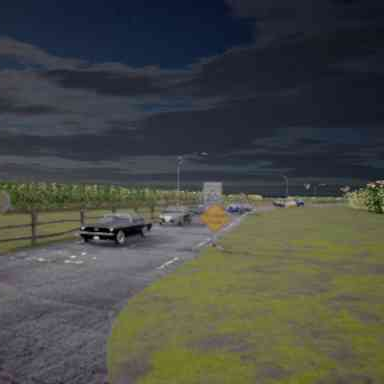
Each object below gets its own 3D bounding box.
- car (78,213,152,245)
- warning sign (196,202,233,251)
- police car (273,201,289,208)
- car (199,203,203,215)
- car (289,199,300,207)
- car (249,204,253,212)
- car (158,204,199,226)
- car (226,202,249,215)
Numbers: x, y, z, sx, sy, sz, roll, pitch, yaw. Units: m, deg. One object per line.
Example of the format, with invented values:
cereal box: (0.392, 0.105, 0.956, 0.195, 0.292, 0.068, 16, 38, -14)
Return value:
car: (-3.731, 1.777, 16.975, 1.895, 1.301, 4.718, 1, -1, 15)
warning sign: (0.950, 1.362, 13.732, 1.300, 1.860, 1.060, 1, -1, 15)
police car: (21.022, 2.882, 79.860, 1.930, 1.638, 5.238, 1, -1, 30)
car: (1.378, 2.028, 38.360, 1.882, 1.535, 5.008, 1, -1, 13)
car: (26.265, 3.106, 88.287, 1.801, 1.575, 5.366, 1, -1, 34)
car: (8.739, 2.479, 54.717, 1.994, 1.385, 4.181, 1, -1, 19)
car: (-1.255, 1.844, 26.920, 2.128, 1.511, 4.902, 1, -1, 13)
car: (6.072, 2.097, 45.506, 2.097, 1.767, 4.553, 1, -1, 16)
